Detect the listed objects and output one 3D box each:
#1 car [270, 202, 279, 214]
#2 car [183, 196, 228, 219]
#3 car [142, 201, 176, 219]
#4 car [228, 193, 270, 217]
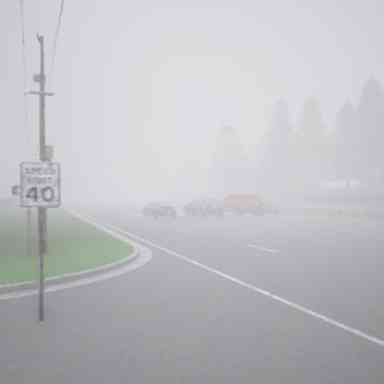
[{"bbox_3d":[6.764,1.479,33.149,1.994,1.385,4.181,0,0,-26],"label":"car"},{"bbox_3d":[0.879,1.308,29.228,2.097,1.767,4.553,0,0,-26],"label":"car"},{"bbox_3d":[-2.881,1.505,28.977,1.812,1.442,4.674,0,0,-26],"label":"car"},{"bbox_3d":[4.239,1.155,30.319,2.150,2.045,5.566,0,0,-26],"label":"car"}]
